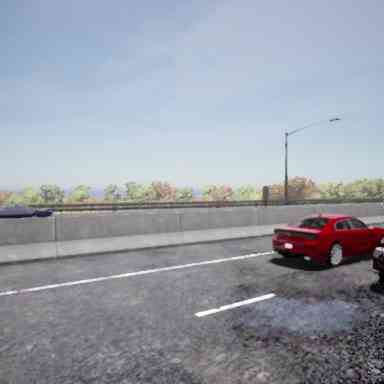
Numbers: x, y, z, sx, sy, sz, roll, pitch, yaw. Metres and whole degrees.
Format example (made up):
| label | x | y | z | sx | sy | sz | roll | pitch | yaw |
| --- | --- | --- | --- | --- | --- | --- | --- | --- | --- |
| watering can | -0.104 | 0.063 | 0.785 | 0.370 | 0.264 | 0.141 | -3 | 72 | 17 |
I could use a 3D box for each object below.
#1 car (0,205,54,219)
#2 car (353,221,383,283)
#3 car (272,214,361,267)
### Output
| label | x | y | z | sx | sy | sz | roll | pitch | yaw |
| --- | --- | --- | --- | --- | --- | --- | --- | --- | --- |
| car | -11.724 | 1.554 | 21.420 | 5.357 | 1.411 | 2.033 | 0 | 0 | -35 |
| car | 6.445 | 1.515 | 8.350 | 4.902 | 1.511 | 2.128 | 0 | 0 | -36 |
| car | 4.967 | 1.503 | 11.593 | 5.008 | 1.535 | 1.882 | 0 | 0 | -36 |
